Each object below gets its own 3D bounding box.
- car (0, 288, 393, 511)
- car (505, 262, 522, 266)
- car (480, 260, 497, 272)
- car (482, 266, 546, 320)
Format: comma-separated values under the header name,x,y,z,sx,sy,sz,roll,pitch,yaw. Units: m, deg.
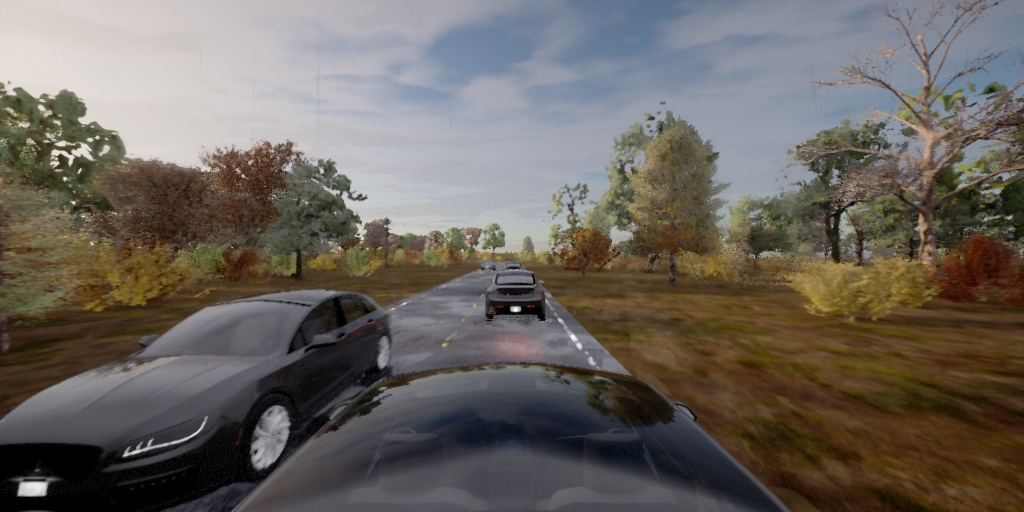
name,x,y,z,sx,sy,sz,roll,pitch,yaw
car,-3.099,1.256,4.746,1.837,1.490,4.892,0,0,0
car,0.113,1.261,30.660,1.837,1.490,4.892,0,0,0
car,-3.061,1.252,47.156,2.128,1.511,4.902,0,0,0
car,0.103,1.254,12.562,1.837,1.490,4.892,0,0,0
